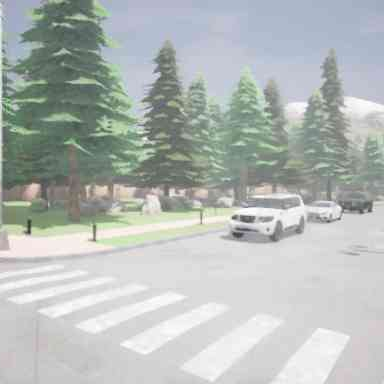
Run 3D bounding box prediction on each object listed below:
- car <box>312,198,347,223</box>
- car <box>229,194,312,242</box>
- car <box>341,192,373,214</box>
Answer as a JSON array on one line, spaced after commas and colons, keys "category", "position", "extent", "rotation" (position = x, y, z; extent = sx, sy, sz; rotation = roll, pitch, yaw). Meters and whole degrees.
[{"category": "car", "position": [9.680, 1.384, 24.506], "extent": [1.812, 1.442, 4.674], "rotation": [1, 1, 37]}, {"category": "car", "position": [3.937, 1.134, 16.568], "extent": [2.150, 2.045, 5.566], "rotation": [1, 1, 36]}, {"category": "car", "position": [16.247, 1.028, 32.983], "extent": [2.150, 2.045, 5.566], "rotation": [2, 1, 40]}]
